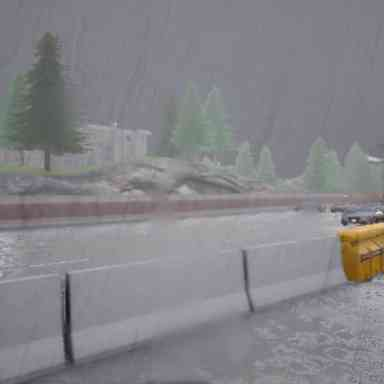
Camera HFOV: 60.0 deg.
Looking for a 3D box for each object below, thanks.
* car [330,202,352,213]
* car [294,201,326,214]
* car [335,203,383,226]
[{"bbox_3d":[17.919,1.815,39.092,4.181,1.385,1.994,0,-1,-45],"label":"car"},{"bbox_3d":[14.504,1.849,40.614,5.357,1.411,2.033,0,-1,-45],"label":"car"},{"bbox_3d":[12.243,1.704,23.597,4.181,1.385,1.994,0,-1,-44],"label":"car"}]
